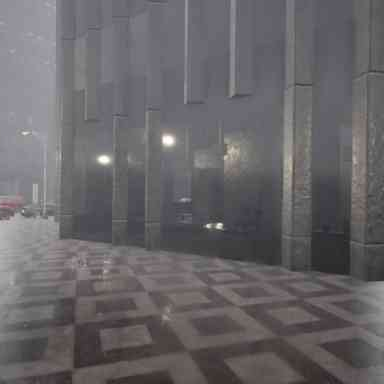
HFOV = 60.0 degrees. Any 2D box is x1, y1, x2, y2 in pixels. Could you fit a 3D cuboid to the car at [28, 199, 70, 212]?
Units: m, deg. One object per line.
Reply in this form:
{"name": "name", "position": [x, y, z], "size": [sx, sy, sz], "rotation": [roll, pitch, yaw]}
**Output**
{"name": "car", "position": [-17.501, 1.634, 40.885], "size": [1.947, 1.339, 4.313], "rotation": [1, 0, 35]}

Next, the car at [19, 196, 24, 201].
{"name": "car", "position": [-20.771, 1.353, 36.288], "size": [2.192, 1.841, 5.009], "rotation": [1, 0, 35]}

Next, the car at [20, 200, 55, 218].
{"name": "car", "position": [-13.836, 1.742, 31.336], "size": [1.947, 1.339, 4.313], "rotation": [1, 0, 35]}

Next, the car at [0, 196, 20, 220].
{"name": "car", "position": [-17.107, 1.463, 26.738], "size": [2.192, 1.841, 5.009], "rotation": [1, 0, 35]}
